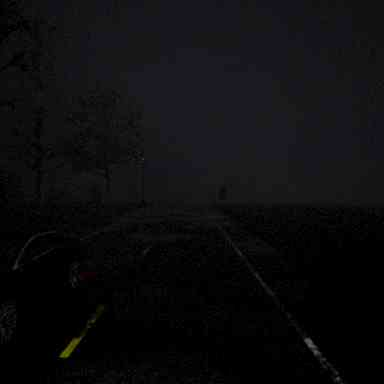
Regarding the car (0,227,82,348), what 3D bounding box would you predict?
[{"bbox_3d":[-3.600,1.489,6.291,2.128,1.511,4.902,0,0,0],"label":"car"}]
